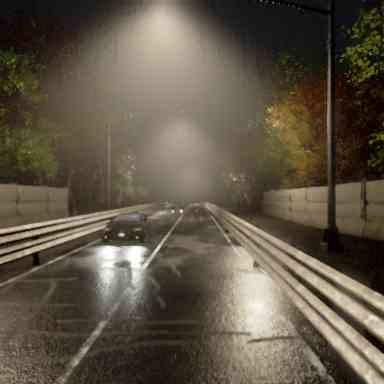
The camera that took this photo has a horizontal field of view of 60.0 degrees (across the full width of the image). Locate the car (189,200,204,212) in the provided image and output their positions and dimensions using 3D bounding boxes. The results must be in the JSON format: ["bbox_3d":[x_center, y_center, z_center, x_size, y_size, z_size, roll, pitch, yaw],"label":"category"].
[{"bbox_3d":[0.719,2.044,50.459,2.097,1.767,4.553,0,-1,1],"label":"car"}]

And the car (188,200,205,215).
[{"bbox_3d":[0.562,1.975,39.857,2.128,1.511,4.902,0,-1,1],"label":"car"}]

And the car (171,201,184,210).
[{"bbox_3d":[-2.493,2.369,57.425,1.812,1.442,4.674,0,-1,1],"label":"car"}]

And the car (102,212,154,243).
[{"bbox_3d":[-3.122,1.734,16.835,1.994,1.385,4.181,0,-1,1],"label":"car"}]
